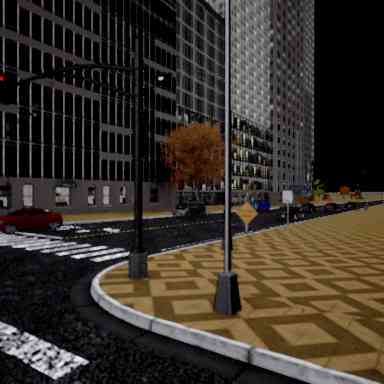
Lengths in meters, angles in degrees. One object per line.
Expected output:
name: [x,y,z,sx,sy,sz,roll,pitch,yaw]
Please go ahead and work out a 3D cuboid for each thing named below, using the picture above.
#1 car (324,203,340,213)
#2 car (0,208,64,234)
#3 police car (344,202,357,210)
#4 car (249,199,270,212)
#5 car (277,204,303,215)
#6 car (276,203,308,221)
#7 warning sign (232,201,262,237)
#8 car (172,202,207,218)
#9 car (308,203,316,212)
car: [23.056,2.563,54.704,1.837,1.490,4.892,0,-2,33]
car: [-10.448,1.747,21.084,1.812,1.442,4.674,0,-1,33]
police car: [31.488,2.733,65.857,1.930,1.638,5.238,0,-1,33]
car: [10.916,2.140,54.040,2.150,2.045,5.566,0,-1,33]
car: [13.799,2.395,46.426,2.033,1.411,5.357,0,-1,33]
car: [10.354,2.152,34.986,1.837,1.490,4.892,0,-1,33]
warning sign: [3.074,1.451,18.590,1.300,1.860,1.060,1,1,33]
car: [-0.233,1.910,36.925,2.097,1.767,4.553,0,-1,33]
car: [19.116,2.526,54.764,1.837,1.490,4.892,0,-1,33]
